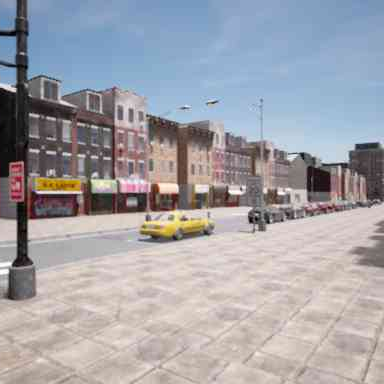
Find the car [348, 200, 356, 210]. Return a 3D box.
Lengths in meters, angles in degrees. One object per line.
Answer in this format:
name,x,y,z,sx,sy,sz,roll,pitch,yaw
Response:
car,22.193,1.939,48.966,2.008,1.369,4.403,-1,-1,35

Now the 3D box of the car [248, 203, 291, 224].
car,5.874,1.702,26.057,1.947,1.339,4.313,-1,-1,35

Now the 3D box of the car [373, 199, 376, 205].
car,35.249,2.199,67.293,1.887,1.381,4.507,-1,-2,35

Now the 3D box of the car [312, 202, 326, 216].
car,12.401,1.808,35.220,1.802,1.307,4.206,-1,-1,35

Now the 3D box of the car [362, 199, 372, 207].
car,31.986,2.134,62.712,2.008,1.369,4.403,-1,-1,35

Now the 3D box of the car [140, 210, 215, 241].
car,-0.556,1.585,17.031,1.752,1.417,4.829,-1,-1,35

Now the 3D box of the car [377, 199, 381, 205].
car,45.040,2.448,81.037,2.008,1.369,4.403,-2,-2,35

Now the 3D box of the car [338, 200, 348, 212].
car,18.928,1.771,44.386,1.967,1.590,4.097,-1,-1,35

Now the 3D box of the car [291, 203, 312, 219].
car,9.137,1.730,30.639,2.008,1.369,4.403,-1,-1,35

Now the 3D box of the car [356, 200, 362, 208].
car,25.457,2.000,53.548,2.008,1.369,4.403,-1,-1,35

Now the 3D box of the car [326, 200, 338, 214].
car,15.665,1.821,39.802,1.887,1.381,4.507,-1,-1,35
